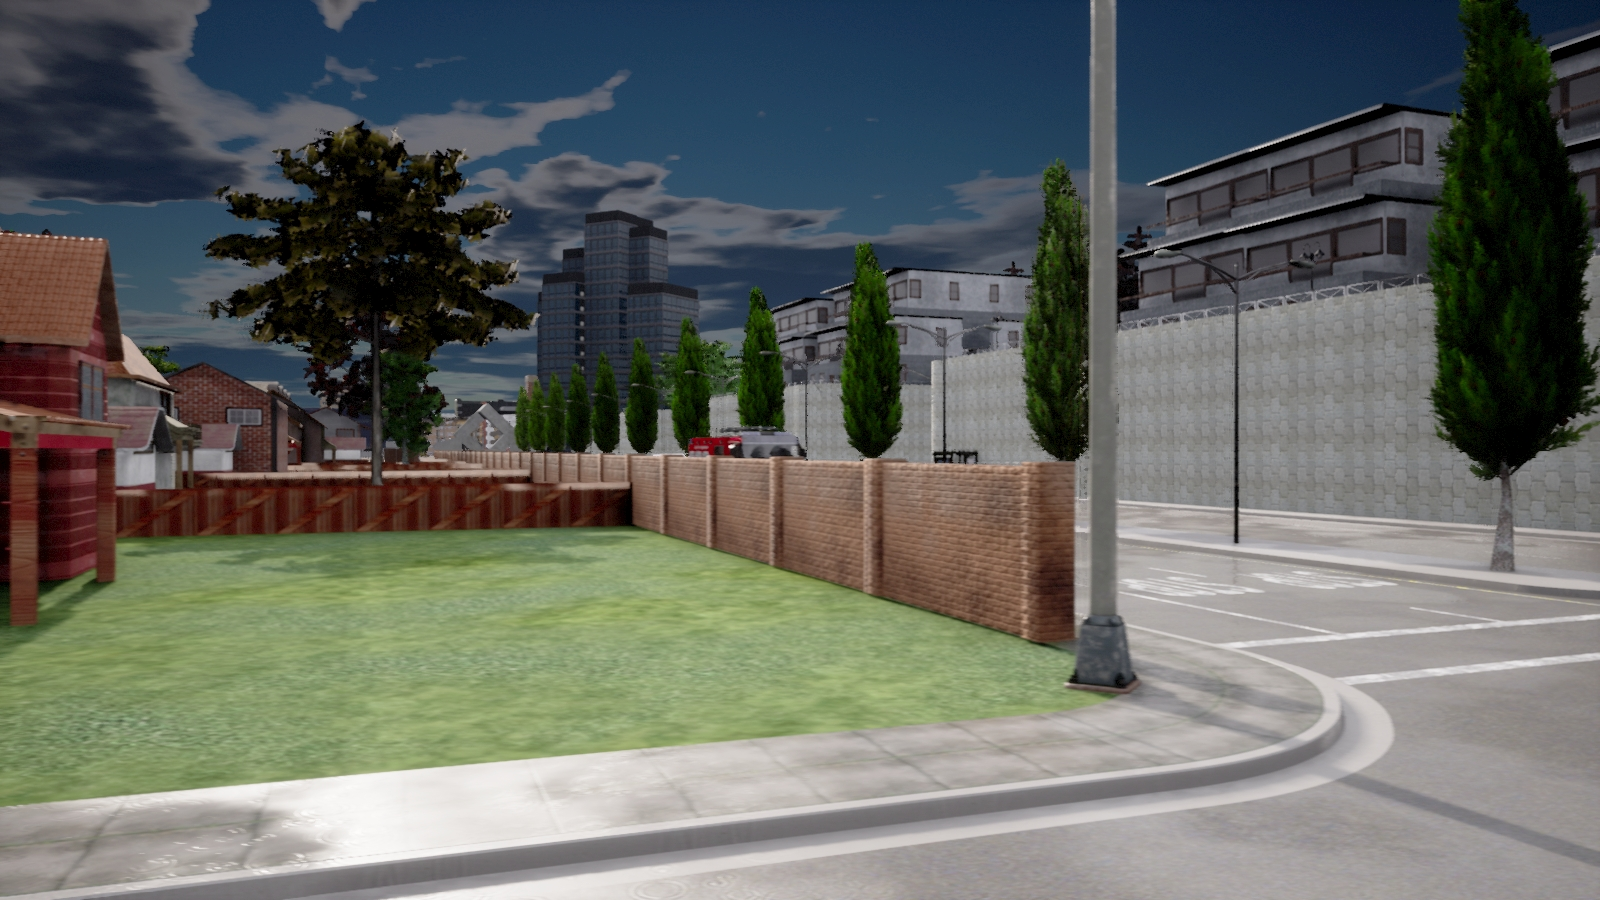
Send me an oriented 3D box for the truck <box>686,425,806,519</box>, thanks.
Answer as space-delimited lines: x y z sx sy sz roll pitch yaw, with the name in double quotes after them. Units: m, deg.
-2.594 0.893 51.149 2.891 3.827 8.468 0 0 -21 "truck"
